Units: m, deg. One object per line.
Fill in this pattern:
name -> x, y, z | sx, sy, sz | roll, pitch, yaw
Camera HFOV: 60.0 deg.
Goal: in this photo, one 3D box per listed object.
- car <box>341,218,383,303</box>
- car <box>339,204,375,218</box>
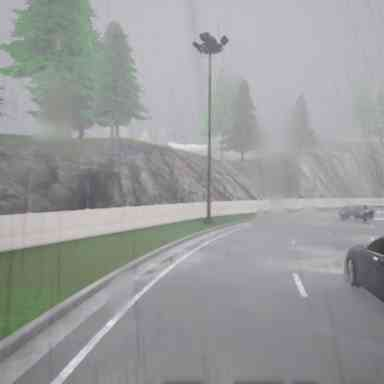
car -> 4.469, 1.521, 6.370 | 1.837, 1.490, 4.892 | 0, 0, 9
car -> 13.314, 1.623, 26.645 | 1.895, 1.301, 4.718 | 1, 0, 37
